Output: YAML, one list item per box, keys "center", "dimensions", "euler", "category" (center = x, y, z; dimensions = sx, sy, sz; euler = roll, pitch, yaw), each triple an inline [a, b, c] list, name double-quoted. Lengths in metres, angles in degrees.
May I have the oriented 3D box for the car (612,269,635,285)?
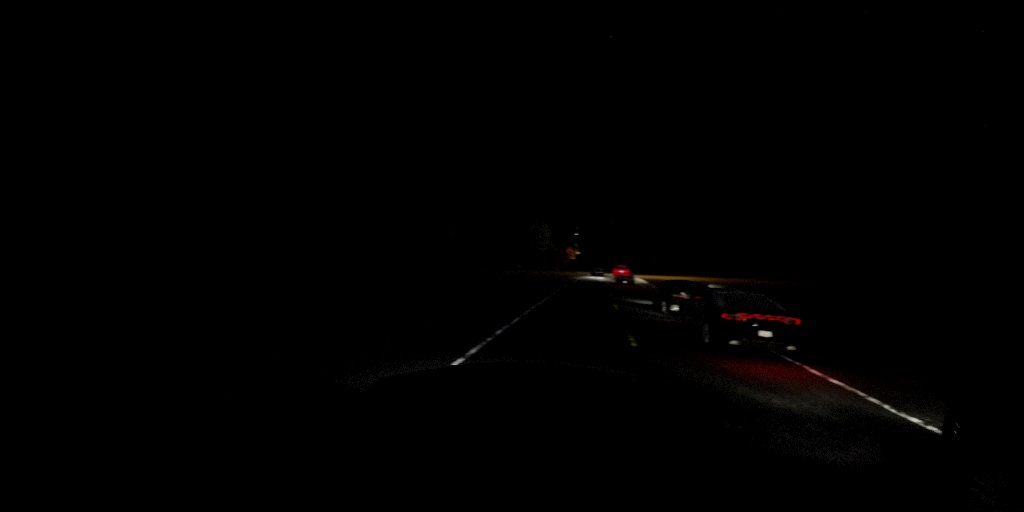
- center: [12.174, 2.411, 38.801]
  dimensions: [1.895, 1.301, 4.718]
  euler: [3, -1, 16]
  category: "car"

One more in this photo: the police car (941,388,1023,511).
- center: [4.217, 1.409, 0.967]
  dimensions: [1.930, 1.638, 5.238]
  euler: [3, -1, 12]
  category: "police car"

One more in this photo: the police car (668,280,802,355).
- center: [6.359, 1.629, 10.698]
  dimensions: [1.930, 1.638, 5.238]
  euler: [3, -1, 13]
  category: "police car"

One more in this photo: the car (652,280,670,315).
- center: [7.670, 1.841, 16.416]
  dimensions: [1.837, 1.490, 4.892]
  euler: [3, -1, 13]
  category: "car"

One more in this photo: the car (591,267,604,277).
- center: [13.868, 2.578, 58.127]
  dimensions: [2.128, 1.511, 4.902]
  euler: [3, -1, 16]
  category: "car"

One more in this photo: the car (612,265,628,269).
- center: [15.168, 2.307, 50.075]
  dimensions: [2.150, 2.045, 5.566]
  euler: [3, -1, 16]
  category: "car"
